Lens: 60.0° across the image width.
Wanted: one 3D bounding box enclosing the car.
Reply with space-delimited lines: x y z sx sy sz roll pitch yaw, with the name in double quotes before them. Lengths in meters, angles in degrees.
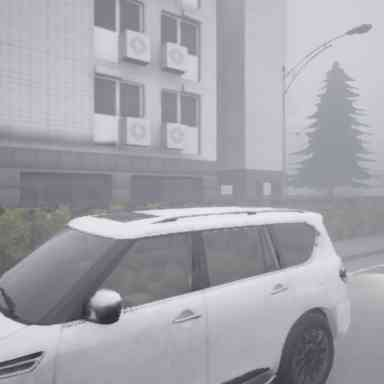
"car" -0.550 1.221 3.593 5.566 2.045 2.150 0 0 -35
